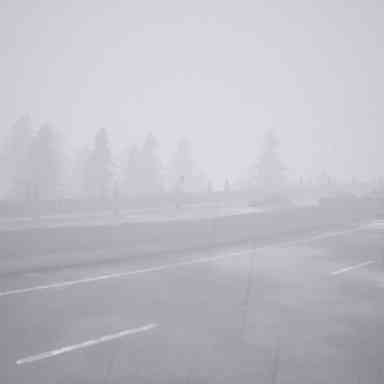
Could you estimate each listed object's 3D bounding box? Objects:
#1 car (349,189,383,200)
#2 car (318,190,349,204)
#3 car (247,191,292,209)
[{"bbox_3d":[15.563,0.475,27.979,4.181,1.385,1.994,-3,2,-35],"label":"car"},{"bbox_3d":[13.529,0.475,30.827,4.181,1.385,1.994,-3,2,-35],"label":"car"},{"bbox_3d":[7.169,0.667,30.594,4.892,1.490,1.837,-4,2,-35],"label":"car"}]
